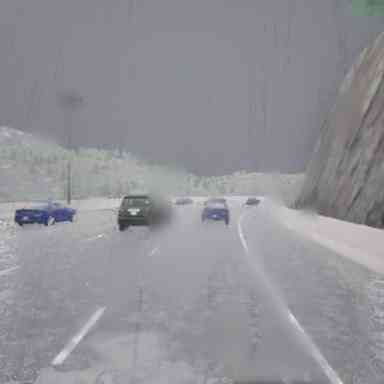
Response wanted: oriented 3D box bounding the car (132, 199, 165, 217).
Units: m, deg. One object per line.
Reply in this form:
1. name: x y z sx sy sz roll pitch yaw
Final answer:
1. car: -4.072 1.473 31.895 1.812 1.442 4.674 1 0 11

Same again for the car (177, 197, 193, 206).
1. car: -1.223 1.560 56.644 1.994 1.385 4.181 1 0 19

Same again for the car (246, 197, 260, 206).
1. car: 11.109 1.685 60.098 1.837 1.490 4.892 0 0 22

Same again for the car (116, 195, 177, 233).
1. car: -2.620 1.188 19.755 2.150 2.045 5.566 0 0 8

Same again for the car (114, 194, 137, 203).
1. car: -11.675 1.172 58.893 1.812 1.442 4.674 1 0 18

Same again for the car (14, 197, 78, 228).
1. car: -9.175 1.347 21.359 1.882 1.535 5.008 0 0 7

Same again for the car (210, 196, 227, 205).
1. car: 5.226 1.570 64.153 1.882 1.535 5.008 0 0 22

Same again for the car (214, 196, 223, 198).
1. car: 3.465 1.664 50.099 1.895 1.301 4.718 1 0 18

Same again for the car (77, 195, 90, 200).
1. car: -19.510 1.286 57.378 1.837 1.490 4.892 1 0 17

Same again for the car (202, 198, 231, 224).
1. car: 1.935 1.512 25.471 1.882 1.535 5.008 0 0 9
